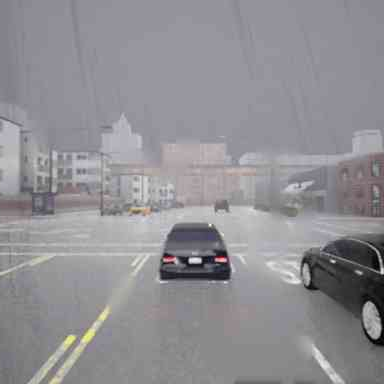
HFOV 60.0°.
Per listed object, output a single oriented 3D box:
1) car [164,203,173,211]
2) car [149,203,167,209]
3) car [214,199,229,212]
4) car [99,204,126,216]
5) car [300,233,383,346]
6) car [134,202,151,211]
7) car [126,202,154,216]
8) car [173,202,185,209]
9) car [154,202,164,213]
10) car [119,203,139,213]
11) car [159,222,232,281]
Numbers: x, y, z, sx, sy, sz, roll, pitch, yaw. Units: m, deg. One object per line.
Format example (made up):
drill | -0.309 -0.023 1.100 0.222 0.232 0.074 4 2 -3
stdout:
car | -5.304 2.730 61.132 1.895 1.301 4.718 0 -1 7
car | -7.149 2.921 70.160 1.895 1.301 4.718 0 -1 18
car | 4.773 2.191 53.885 2.150 2.045 5.566 0 -1 3
car | -10.068 2.237 42.021 1.812 1.442 4.674 0 -1 3
car | 3.599 1.553 6.404 1.837 1.490 4.892 0 0 0
car | -8.901 2.611 60.113 1.837 1.490 4.892 0 -1 6
car | -6.552 2.194 42.258 1.882 1.535 5.008 0 -1 3
car | -3.069 2.846 71.088 1.837 1.490 4.892 -1 -1 22
car | -6.068 2.264 51.228 2.097 1.767 4.553 0 -1 4
car | -9.621 2.436 51.109 1.812 1.442 4.674 0 -1 5
car | 0.068 1.631 10.074 2.033 1.411 5.357 0 -1 0
